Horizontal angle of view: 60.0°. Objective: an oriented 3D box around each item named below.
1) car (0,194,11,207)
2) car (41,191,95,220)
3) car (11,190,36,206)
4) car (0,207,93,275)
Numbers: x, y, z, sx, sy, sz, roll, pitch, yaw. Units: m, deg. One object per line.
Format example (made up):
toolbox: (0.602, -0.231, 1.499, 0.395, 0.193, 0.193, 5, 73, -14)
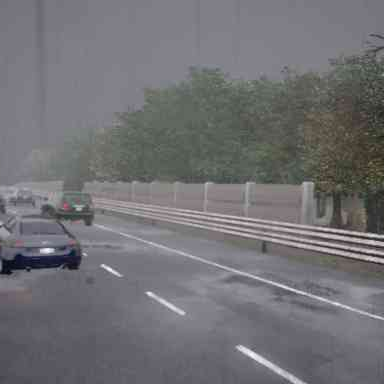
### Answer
car: (-15.380, 0.809, 25.380, 1.837, 1.490, 4.892, 4, -1, -35)
car: (-7.830, 0.952, 20.789, 2.150, 2.045, 5.566, 4, -1, -35)
car: (-18.448, 0.536, 36.185, 2.097, 1.767, 4.553, 4, -1, -35)
car: (-4.747, 1.382, 9.952, 1.994, 1.385, 4.181, 4, -1, -35)
